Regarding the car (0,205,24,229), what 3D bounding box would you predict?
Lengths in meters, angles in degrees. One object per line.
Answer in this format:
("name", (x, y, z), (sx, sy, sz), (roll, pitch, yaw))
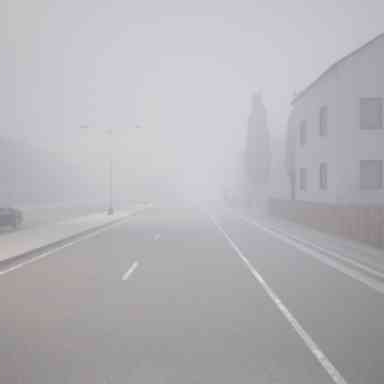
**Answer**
("car", (-11.546, 1.492, 19.024), (2.128, 1.511, 4.902), (0, 0, 0))
